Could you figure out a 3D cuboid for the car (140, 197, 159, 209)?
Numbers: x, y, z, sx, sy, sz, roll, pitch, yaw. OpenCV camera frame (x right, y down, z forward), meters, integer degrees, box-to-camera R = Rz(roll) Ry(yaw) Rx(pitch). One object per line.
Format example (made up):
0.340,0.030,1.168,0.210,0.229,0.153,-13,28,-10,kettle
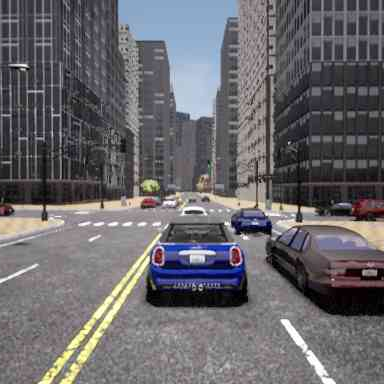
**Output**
-6.521,1.657,49.830,1.882,1.535,5.008,0,0,0,car

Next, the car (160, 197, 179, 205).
-3.272,1.704,49.581,1.812,1.442,4.674,0,0,0,car

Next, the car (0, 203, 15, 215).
-19.349,1.545,31.815,4.181,1.385,1.994,1,1,1,car

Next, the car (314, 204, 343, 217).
15.203,1.851,34.380,4.718,1.301,1.895,0,1,1,car

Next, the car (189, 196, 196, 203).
0.112,1.794,79.602,2.128,1.511,4.902,0,0,0,car

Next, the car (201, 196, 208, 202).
3.379,1.893,90.260,1.895,1.301,4.718,0,0,0,car

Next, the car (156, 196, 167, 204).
-6.402,1.719,70.127,1.882,1.535,5.008,0,0,0,car

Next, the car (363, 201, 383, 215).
21.861,1.802,36.867,4.829,1.417,1.752,0,0,1,car

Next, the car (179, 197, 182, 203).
-3.244,1.756,59.272,2.033,1.411,5.357,0,0,0,car

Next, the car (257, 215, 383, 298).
3.359,1.582,8.792,2.033,1.411,5.357,0,0,0,car

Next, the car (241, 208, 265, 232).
3.427,1.639,19.654,1.994,1.385,4.181,0,0,2,car

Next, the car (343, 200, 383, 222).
16.240,1.643,28.589,5.009,1.841,2.192,0,0,1,car

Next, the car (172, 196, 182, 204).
-3.153,1.718,69.488,1.882,1.535,5.008,0,0,0,car

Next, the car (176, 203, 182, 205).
0.048,1.601,20.049,1.812,1.442,4.674,0,0,-2,car

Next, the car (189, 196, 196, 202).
0.127,1.836,89.821,2.033,1.411,5.357,0,0,0,car

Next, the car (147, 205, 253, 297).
0.110,1.386,8.843,2.097,1.767,4.553,0,0,0,car

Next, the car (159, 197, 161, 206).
-6.493,1.758,59.756,2.033,1.411,5.357,0,0,0,car

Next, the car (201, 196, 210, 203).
3.364,1.771,80.238,1.837,1.490,4.892,0,0,0,car
